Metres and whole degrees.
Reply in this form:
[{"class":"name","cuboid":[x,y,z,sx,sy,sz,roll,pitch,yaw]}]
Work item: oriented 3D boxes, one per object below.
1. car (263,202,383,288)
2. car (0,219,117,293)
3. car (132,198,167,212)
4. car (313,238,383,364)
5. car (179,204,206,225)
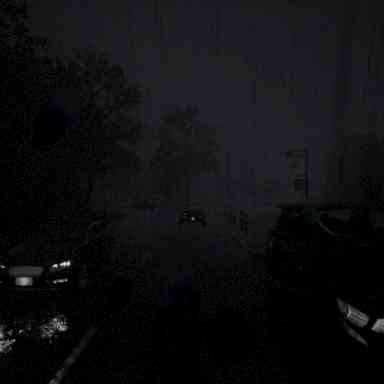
[{"class":"car","cuboid":[4.430,1.257,7.404,5.566,2.045,2.435,0,0,0]},{"class":"car","cuboid":[-3.362,1.525,9.097,2.128,1.511,4.902,0,0,0]},{"class":"car","cuboid":[-5.473,1.657,40.543,1.895,1.301,4.718,0,0,-37]},{"class":"car","cuboid":[4.409,1.539,4.578,4.674,1.452,2.002,0,0,0]},{"class":"car","cuboid":[0.000,1.588,24.515,1.812,1.442,4.674,0,0,-2]}]
